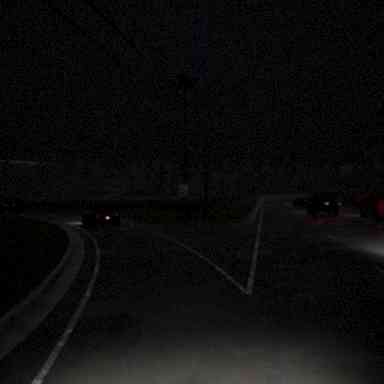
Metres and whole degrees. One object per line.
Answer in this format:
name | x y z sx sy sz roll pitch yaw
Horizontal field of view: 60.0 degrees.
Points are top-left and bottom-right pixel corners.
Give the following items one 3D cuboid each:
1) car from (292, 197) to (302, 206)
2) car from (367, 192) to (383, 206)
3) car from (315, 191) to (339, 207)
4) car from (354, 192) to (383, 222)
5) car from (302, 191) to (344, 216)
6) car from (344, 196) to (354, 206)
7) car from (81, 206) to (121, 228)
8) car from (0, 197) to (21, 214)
car | 15.977 1.354 49.442 1.994 1.385 4.181 -1 0 12
car | 25.923 0.966 45.809 2.097 1.767 4.553 -1 0 12
car | 19.071 0.956 47.248 2.150 2.045 5.566 -1 0 12
car | 14.053 1.014 24.438 2.150 2.045 5.566 -1 0 12
car | 11.722 1.061 30.171 2.150 2.045 5.566 -1 0 12
car | 22.770 1.235 47.738 1.994 1.385 4.181 -1 0 12
car | -6.605 1.711 23.909 1.994 1.385 4.181 -1 0 -29
car | -23.737 1.686 41.734 5.566 2.045 2.150 -1 0 35
